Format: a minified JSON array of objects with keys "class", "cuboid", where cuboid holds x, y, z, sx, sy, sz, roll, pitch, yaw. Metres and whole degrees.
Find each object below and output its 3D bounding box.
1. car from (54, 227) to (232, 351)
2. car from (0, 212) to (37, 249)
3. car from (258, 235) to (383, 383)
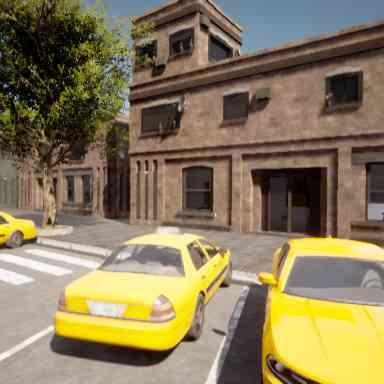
[{"class":"car","cuboid":[-0.372,1.459,6.581,1.946,1.575,5.366,1,0,16]},{"class":"car","cuboid":[-7.805,1.345,11.463,1.946,1.575,5.366,1,0,16]},{"class":"car","cuboid":[2.036,1.468,4.674,2.097,1.535,5.008,1,0,15]}]
